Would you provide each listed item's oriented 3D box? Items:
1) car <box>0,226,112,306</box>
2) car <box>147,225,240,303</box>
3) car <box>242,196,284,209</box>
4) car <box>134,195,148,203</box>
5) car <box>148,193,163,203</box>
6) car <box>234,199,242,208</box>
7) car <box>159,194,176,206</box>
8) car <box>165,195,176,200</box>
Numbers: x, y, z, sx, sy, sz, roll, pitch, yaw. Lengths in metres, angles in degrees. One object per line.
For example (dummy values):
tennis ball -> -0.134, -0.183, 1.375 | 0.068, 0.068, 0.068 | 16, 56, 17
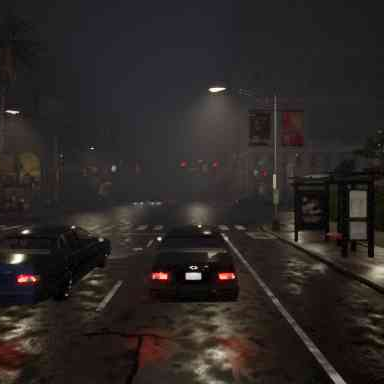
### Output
car -> -3.477, 1.547, 8.249 | 2.033, 1.411, 5.357 | 0, 0, 0
car -> 0.023, 1.547, 8.435 | 2.033, 1.411, 5.357 | 0, 0, 0
car -> 9.574, 1.493, 43.905 | 4.902, 1.511, 2.128 | 0, 0, -3
car -> -11.024, 1.552, 70.475 | 1.994, 1.385, 4.181 | 0, 0, 0
car -> -7.524, 1.552, 70.521 | 1.994, 1.385, 4.181 | 0, 0, 0
car -> 8.328, 1.352, 47.872 | 4.553, 1.767, 2.097 | 0, 0, 4
car -> -3.797, 1.477, 54.119 | 1.882, 1.535, 5.008 | 0, 0, 0
car -> -5.997, 1.500, 94.669 | 1.837, 1.490, 4.892 | 0, 0, 12
